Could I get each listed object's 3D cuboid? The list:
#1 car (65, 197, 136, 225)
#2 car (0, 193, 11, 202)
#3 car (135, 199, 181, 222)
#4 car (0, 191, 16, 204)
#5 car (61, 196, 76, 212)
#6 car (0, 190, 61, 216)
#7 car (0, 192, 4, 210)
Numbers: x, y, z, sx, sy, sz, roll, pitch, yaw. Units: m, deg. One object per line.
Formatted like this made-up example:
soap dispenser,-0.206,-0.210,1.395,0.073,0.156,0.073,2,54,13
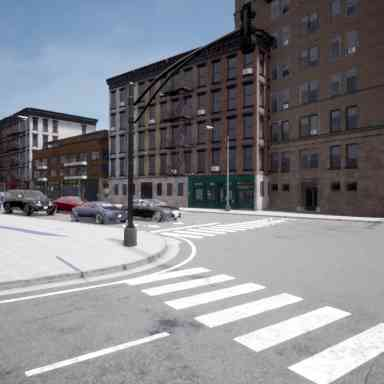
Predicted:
car,-6.030,1.281,21.719,4.181,1.385,1.994,1,0,37
car,-33.169,0.897,57.589,4.674,1.442,1.812,1,0,43
car,-2.948,1.239,23.445,4.902,1.511,2.128,1,0,38
car,-27.611,0.786,48.214,4.553,1.767,2.097,1,0,41
car,-10.399,1.125,29.266,5.008,1.535,1.882,1,0,39
car,-13.540,0.839,27.610,5.566,2.045,2.150,1,0,39
car,-21.149,0.876,33.850,4.553,1.767,2.097,1,0,40
